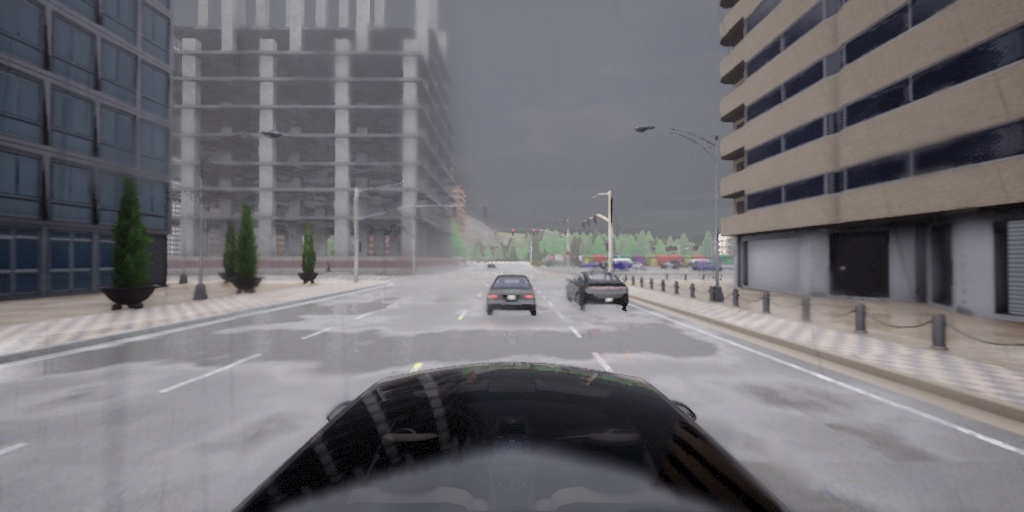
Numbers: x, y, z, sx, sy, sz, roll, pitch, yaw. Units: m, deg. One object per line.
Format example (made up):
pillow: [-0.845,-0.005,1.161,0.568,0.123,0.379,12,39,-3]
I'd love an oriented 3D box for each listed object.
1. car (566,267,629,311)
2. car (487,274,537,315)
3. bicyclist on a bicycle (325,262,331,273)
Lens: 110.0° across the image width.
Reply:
car: [3.496,1.393,15.331,2.128,1.511,4.902,0,0,0]
car: [-0.007,1.437,14.355,2.033,1.411,5.357,0,-1,0]
bicyclist on a bicycle: [-26.036,1.646,50.797,0.582,1.620,1.656,0,0,-1]
